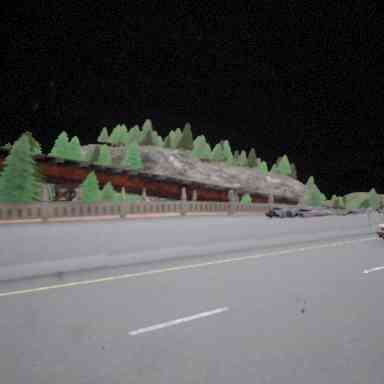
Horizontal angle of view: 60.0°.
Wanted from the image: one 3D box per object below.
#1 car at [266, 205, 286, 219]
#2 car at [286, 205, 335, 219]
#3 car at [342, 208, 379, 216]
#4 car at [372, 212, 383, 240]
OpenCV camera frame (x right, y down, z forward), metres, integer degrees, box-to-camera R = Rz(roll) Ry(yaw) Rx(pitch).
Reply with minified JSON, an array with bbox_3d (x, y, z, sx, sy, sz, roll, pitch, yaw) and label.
[{"bbox_3d":[9.044,1.893,31.922,4.181,1.385,1.994,3,-2,-35],"label":"car"},{"bbox_3d":[10.495,1.861,28.663,4.181,1.385,1.994,3,-2,-35],"label":"car"},{"bbox_3d":[13.816,1.951,26.723,4.181,1.385,1.994,3,-2,-36],"label":"car"},{"bbox_3d":[10.796,1.727,15.812,4.718,1.301,1.895,1,0,-36],"label":"car"}]
